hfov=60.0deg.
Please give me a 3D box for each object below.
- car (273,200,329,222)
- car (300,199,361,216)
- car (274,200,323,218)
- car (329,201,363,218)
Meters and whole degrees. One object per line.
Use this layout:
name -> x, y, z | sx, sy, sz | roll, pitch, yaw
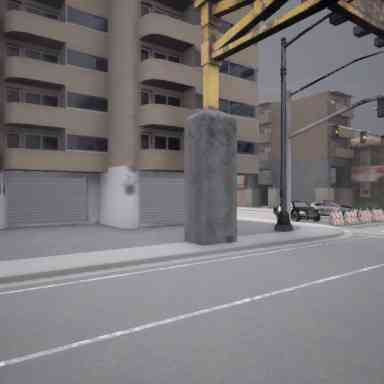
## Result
car -> 8.331, 1.453, 26.398 | 2.038, 1.542, 4.974 | 0, 0, -10
car -> 11.872, 1.295, 28.562 | 4.536, 1.218, 1.853 | 0, 0, 35
car -> 8.321, 1.295, 26.449 | 1.853, 1.218, 4.536 | 0, 0, -10
car -> 11.915, 1.453, 28.533 | 4.974, 1.542, 2.038 | 0, 0, 35
